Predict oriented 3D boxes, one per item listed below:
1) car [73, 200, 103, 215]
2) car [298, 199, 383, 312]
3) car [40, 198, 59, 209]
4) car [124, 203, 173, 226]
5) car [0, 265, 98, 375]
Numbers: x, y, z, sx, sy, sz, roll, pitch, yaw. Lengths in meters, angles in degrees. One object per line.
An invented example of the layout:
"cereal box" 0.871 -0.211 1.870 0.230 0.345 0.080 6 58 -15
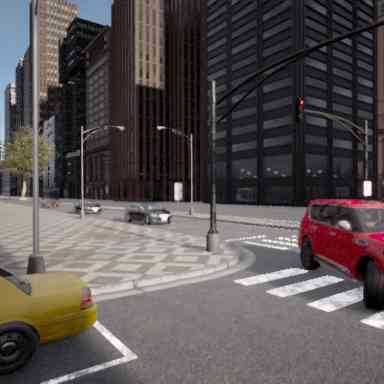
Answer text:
"car" -10.903 1.569 34.718 2.128 1.511 4.902 0 0 -36
"car" 4.408 1.227 8.110 2.150 2.045 5.566 2 0 -1
"car" -20.928 1.596 48.803 1.994 1.385 4.181 0 0 -36
"car" -3.251 1.538 24.075 2.128 1.511 4.902 0 0 -36
"car" -3.677 1.526 4.028 4.829 1.417 1.752 0 0 -36
